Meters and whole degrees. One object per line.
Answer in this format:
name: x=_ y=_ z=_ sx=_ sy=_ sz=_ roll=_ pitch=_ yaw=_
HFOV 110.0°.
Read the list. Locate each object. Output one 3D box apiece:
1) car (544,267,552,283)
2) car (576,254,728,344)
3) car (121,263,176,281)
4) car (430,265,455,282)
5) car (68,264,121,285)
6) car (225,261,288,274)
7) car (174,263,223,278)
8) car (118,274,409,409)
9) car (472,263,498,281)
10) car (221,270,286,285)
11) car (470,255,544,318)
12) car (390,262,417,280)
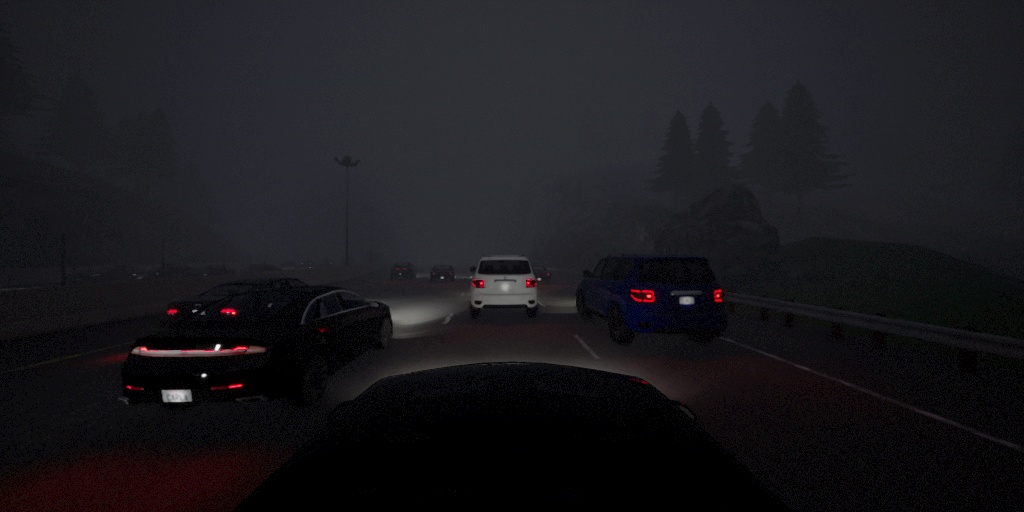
car: x=1.650 y=1.369 z=27.793 sx=1.895 sy=1.301 sz=4.718 roll=0 pitch=0 yaw=-8
car: x=3.325 y=0.971 z=9.744 sx=2.150 sy=2.045 sz=5.566 roll=0 pitch=0 yaw=-3
car: x=-26.896 y=1.321 z=27.985 sx=2.128 sy=1.511 sz=4.902 roll=0 pitch=0 yaw=-10
car: x=-5.709 y=1.386 z=29.769 sx=1.895 sy=1.301 sz=4.718 roll=0 pitch=0 yaw=-9
car: x=-30.281 y=1.362 z=27.030 sx=1.812 sy=1.442 sz=4.674 roll=0 pitch=0 yaw=-10
car: x=-19.830 y=1.340 z=28.134 sx=1.812 sy=1.442 sz=4.674 roll=0 pitch=0 yaw=-9
car: x=-23.324 y=1.386 z=27.800 sx=1.994 sy=1.385 sz=4.181 roll=0 pitch=0 yaw=-10
car: x=-3.562 y=1.253 z=6.178 sx=2.128 sy=1.511 sz=4.902 roll=0 pitch=0 yaw=-1
car: x=-2.412 y=1.344 z=31.076 sx=1.994 sy=1.385 sz=4.181 roll=0 pitch=0 yaw=-9
car: x=-7.205 y=1.320 z=10.611 sx=2.033 sy=1.411 sz=5.357 roll=0 pitch=0 yaw=-3
car: x=-0.374 y=0.982 z=13.271 sx=2.150 sy=2.045 sz=5.566 roll=0 pitch=0 yaw=-4
car: x=-9.653 y=1.288 z=32.084 sx=2.128 sy=1.511 sz=4.902 roll=0 pitch=0 yaw=-10
